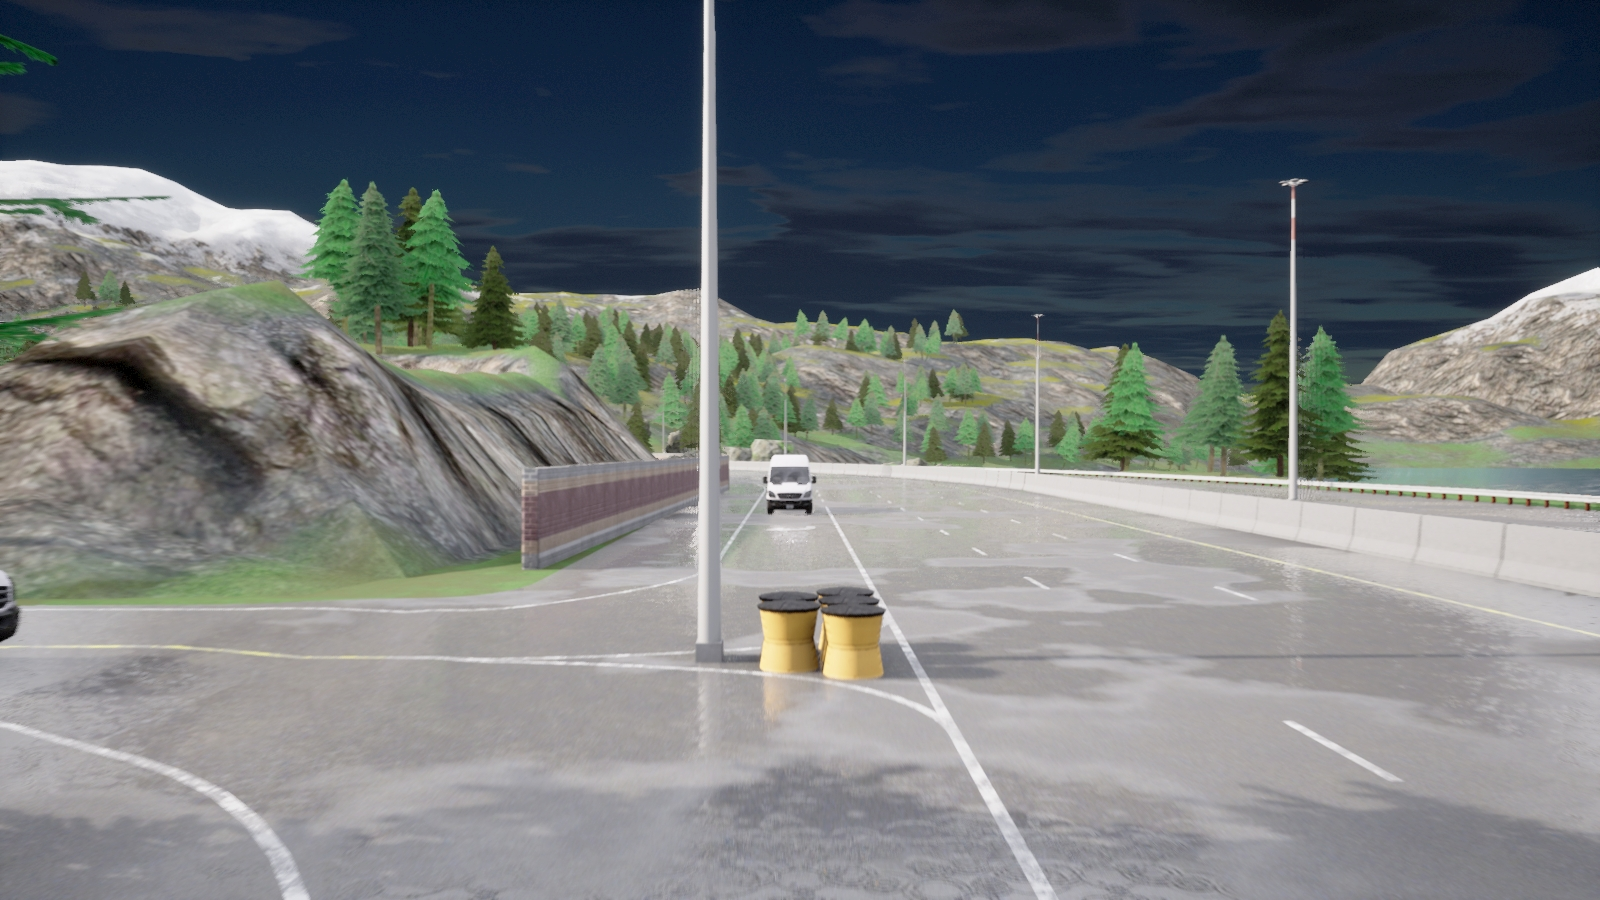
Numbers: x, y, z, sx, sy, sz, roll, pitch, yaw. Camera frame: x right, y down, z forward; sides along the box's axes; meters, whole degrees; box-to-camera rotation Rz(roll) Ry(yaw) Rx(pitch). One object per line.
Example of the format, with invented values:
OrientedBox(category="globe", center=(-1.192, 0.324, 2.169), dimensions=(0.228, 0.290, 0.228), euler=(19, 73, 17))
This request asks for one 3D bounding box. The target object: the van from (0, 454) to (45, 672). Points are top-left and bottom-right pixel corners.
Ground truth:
OrientedBox(category="van", center=(-12.369, 1.330, 13.221), dimensions=(5.915, 2.561, 1.988), euler=(0, 0, -1))

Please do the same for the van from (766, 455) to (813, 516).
OrientedBox(category="van", center=(-0.458, 1.499, 50.937), dimensions=(1.988, 2.561, 5.915), euler=(0, 0, 0))
